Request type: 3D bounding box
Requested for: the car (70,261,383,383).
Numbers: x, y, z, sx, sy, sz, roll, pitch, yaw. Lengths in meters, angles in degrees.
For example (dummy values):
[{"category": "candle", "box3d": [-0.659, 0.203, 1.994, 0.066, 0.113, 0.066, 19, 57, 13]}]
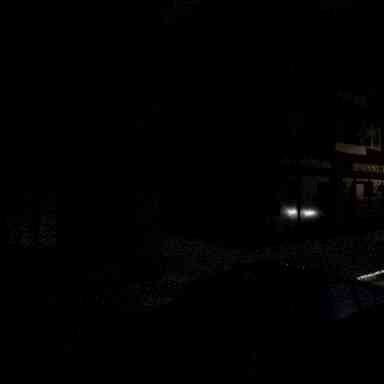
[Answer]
[{"category": "car", "box3d": [0.881, 1.563, 3.688, 4.181, 1.385, 1.994, 0, 0, -35]}]
